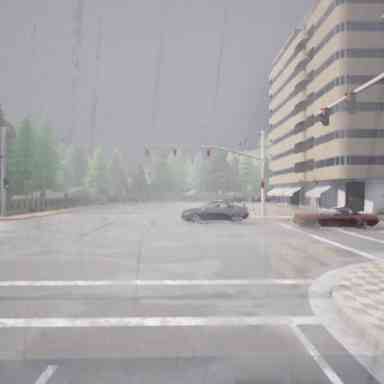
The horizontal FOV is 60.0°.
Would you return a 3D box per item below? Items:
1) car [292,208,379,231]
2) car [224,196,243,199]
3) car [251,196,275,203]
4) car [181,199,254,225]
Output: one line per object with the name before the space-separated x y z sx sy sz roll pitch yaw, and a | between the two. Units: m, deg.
car | 8.794 1.659 20.696 4.718 1.301 1.895 0 0 -1
car | 8.835 1.556 68.295 5.357 1.411 2.033 0 0 -38
car | 14.148 1.534 68.002 4.674 1.442 1.812 0 0 -34
car | 1.685 1.505 24.073 4.902 1.511 2.128 0 0 -1
